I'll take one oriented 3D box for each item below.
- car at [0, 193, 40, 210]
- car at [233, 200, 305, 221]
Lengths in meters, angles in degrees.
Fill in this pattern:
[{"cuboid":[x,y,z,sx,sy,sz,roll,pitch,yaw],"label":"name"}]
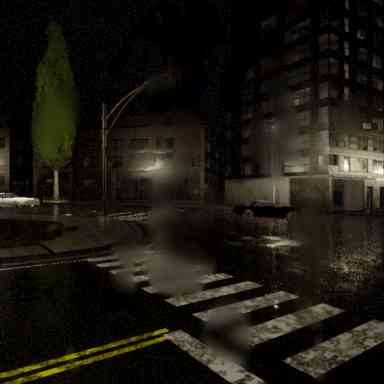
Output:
[{"cuboid":[-14.946,0.734,27.129,4.718,1.301,1.895,1,0,11],"label":"car"},{"cuboid":[5.300,1.254,23.064,4.718,1.301,1.895,2,0,11],"label":"car"}]
